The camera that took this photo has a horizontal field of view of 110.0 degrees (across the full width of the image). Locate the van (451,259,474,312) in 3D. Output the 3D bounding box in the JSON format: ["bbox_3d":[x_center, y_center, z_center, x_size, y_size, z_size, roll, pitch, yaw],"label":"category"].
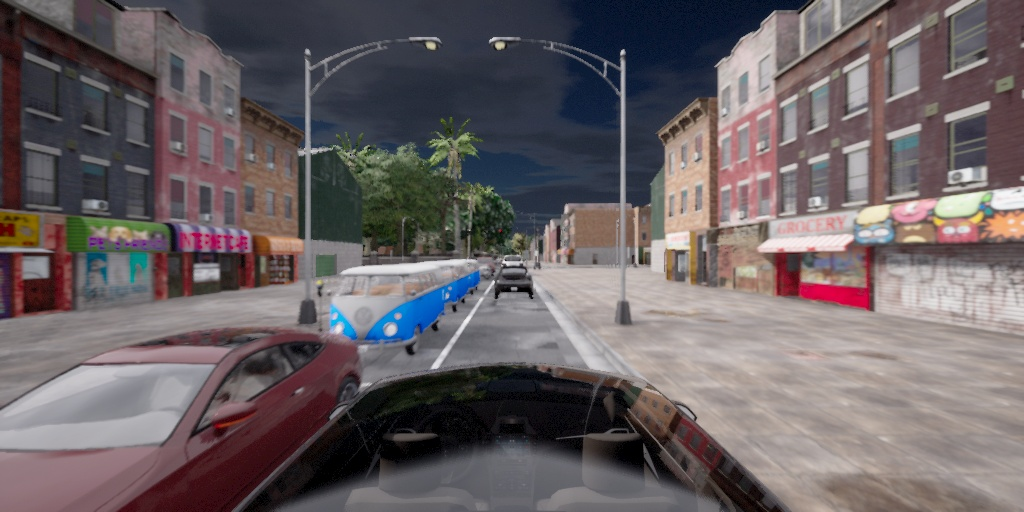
[{"bbox_3d":[-2.647,1.076,13.791,1.690,1.789,3.998,0,0,0],"label":"van"}]

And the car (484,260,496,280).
[{"bbox_3d":[-2.657,1.267,30.184,2.007,1.370,4.403,0,0,0],"label":"car"}]

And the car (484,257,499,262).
[{"bbox_3d":[-2.661,1.027,35.647,2.192,1.841,5.009,0,0,0],"label":"car"}]

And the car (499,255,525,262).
[{"bbox_3d":[0.076,0.934,35.430,2.150,2.045,5.566,0,0,0],"label":"car"}]

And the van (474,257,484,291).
[{"bbox_3d":[-2.650,1.069,19.255,1.690,1.789,3.998,0,0,0],"label":"van"}]

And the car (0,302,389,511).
[{"bbox_3d":[-2.639,1.331,2.862,1.802,1.307,4.207,0,0,0],"label":"car"}]

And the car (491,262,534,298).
[{"bbox_3d":[0.087,1.232,18.259,1.837,1.490,4.892,0,-1,0],"label":"car"}]

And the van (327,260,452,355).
[{"bbox_3d":[-2.643,1.083,8.327,1.690,1.789,3.998,0,0,0],"label":"van"}]
